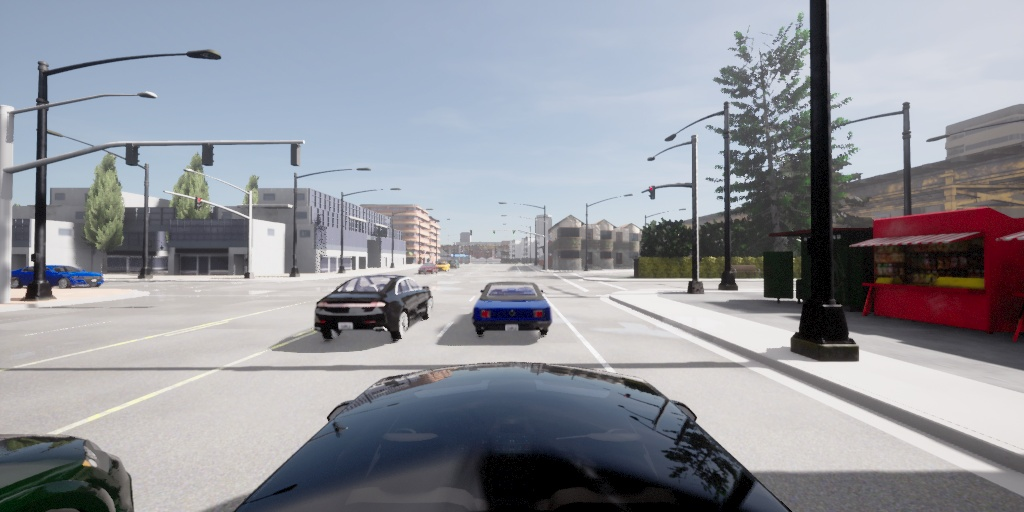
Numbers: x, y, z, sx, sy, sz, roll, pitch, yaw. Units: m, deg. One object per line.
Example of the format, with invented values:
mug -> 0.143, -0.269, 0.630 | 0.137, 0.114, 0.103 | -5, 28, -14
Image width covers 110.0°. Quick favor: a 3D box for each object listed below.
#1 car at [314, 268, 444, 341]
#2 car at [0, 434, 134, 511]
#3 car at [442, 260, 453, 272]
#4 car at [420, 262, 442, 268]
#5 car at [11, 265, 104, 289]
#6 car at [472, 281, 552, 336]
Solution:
car -> -3.506, 1.259, 9.960 | 2.128, 1.511, 4.902 | 0, 0, 0
car -> -3.373, 1.314, 0.500 | 1.994, 1.385, 4.181 | 0, 0, -1
car -> -11.105, 1.652, 56.959 | 1.882, 1.535, 5.008 | 0, 0, 0
car -> -11.021, 1.642, 47.440 | 1.812, 1.442, 4.674 | 0, 0, -1
car -> -29.732, 1.317, 23.383 | 5.008, 1.535, 1.882 | 0, -1, 0
car -> -0.006, 1.367, 10.466 | 1.895, 1.301, 4.718 | 0, 0, 0
